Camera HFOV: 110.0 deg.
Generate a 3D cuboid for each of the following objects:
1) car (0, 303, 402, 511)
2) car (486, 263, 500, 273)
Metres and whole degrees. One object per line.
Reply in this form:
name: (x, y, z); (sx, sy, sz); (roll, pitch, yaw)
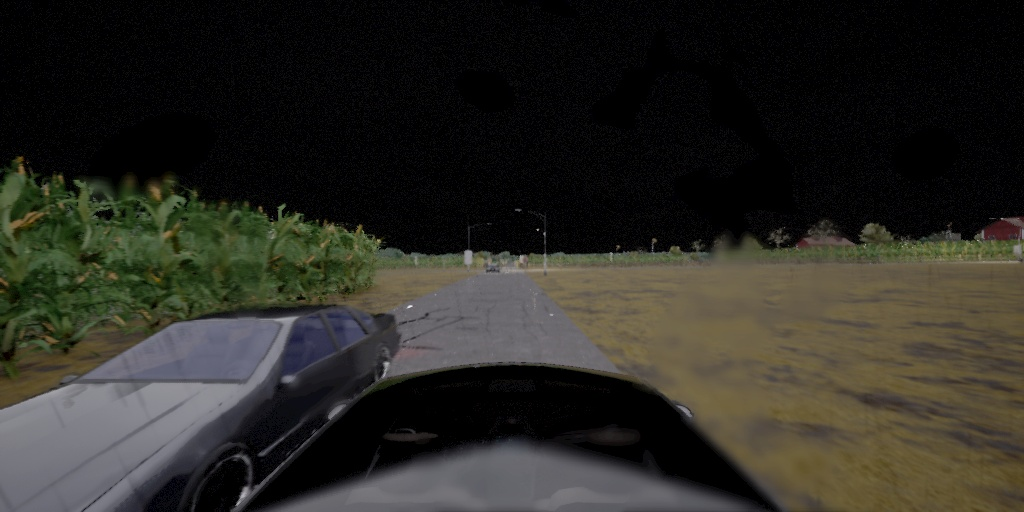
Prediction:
car: (-2.853, 1.303, 4.102); (2.033, 1.411, 5.357); (0, 0, 0)
car: (-2.748, 1.778, 52.576); (1.994, 1.385, 4.181); (0, -1, 0)
